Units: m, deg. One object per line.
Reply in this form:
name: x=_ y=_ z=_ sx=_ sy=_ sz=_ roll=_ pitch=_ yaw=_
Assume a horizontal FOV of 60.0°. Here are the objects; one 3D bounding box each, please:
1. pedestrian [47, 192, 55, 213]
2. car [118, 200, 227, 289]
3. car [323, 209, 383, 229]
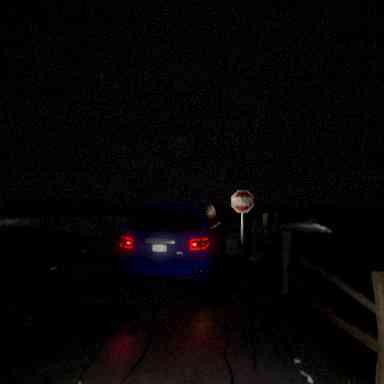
pedestrian: x=-12.006 y=0.861 z=28.150 sx=0.375 sy=1.860 sz=0.375 roll=0 pitch=1 yaw=0
car: x=-0.261 y=1.242 z=9.451 sx=2.150 sy=2.045 sz=5.566 roll=0 pitch=0 yaw=9
car: x=12.814 y=1.984 z=24.995 sx=5.357 sy=1.411 sz=2.033 roll=2 pitch=3 yaw=0
